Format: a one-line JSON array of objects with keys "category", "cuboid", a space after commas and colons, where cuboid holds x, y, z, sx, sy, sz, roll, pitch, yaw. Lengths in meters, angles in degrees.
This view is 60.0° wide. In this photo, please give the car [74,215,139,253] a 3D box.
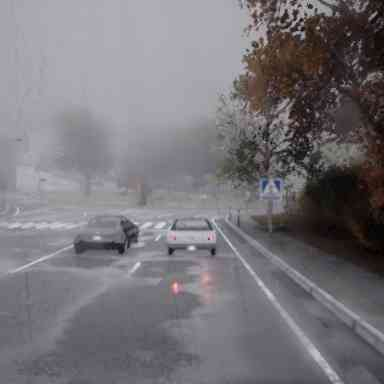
[{"category": "car", "cuboid": [-3.502, 1.687, 14.299, 1.994, 1.385, 4.181, 0, 0, 0]}]

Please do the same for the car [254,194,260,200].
[{"category": "car", "cuboid": [15.997, 1.194, 76.432, 1.994, 1.385, 4.181, -1, 1, -23]}]

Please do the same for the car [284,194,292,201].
[{"category": "car", "cuboid": [20.594, 1.152, 72.743, 1.994, 1.385, 4.181, 0, 1, -15]}]

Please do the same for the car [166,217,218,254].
[{"category": "car", "cuboid": [-0.004, 1.722, 14.097, 1.895, 1.301, 4.718, 0, 0, 0]}]
